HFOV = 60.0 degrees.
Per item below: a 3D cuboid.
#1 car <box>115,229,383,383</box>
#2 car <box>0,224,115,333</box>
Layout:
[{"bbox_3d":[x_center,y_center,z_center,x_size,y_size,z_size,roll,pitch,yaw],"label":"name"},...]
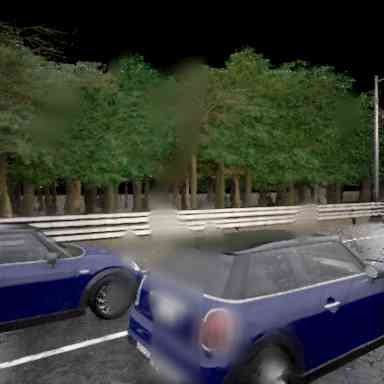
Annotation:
[{"bbox_3d":[1.469,1.336,4.889,4.553,1.767,2.097,0,0,-35],"label":"car"},{"bbox_3d":[-3.114,1.343,5.772,4.553,1.767,2.097,0,0,-35],"label":"car"}]
